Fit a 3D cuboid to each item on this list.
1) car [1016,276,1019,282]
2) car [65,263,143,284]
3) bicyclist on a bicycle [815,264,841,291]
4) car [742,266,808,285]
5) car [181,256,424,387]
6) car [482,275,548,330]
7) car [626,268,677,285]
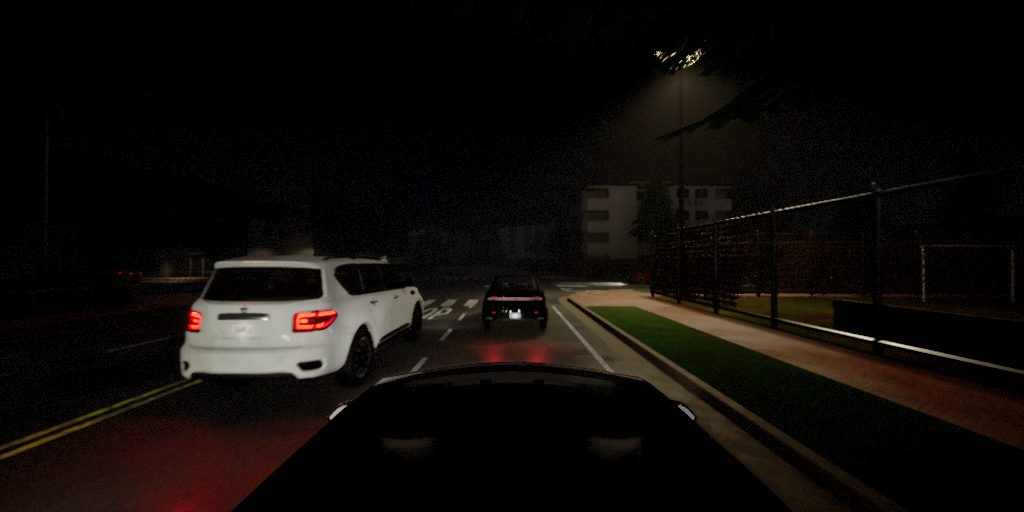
[{"bbox_3d":[40.847,1.570,27.230,5.357,1.411,2.033,0,-1,-19],"label":"car"},{"bbox_3d":[-32.630,1.416,28.701,4.553,1.767,2.097,0,-1,0],"label":"car"},{"bbox_3d":[18.266,1.258,20.752,0.582,1.620,1.656,0,-1,0],"label":"bicyclist on a bicycle"},{"bbox_3d":[21.755,1.564,29.738,4.892,1.490,1.837,0,-1,0],"label":"car"},{"bbox_3d":[-3.401,1.036,7.217,2.150,2.045,5.566,0,-1,0],"label":"car"},{"bbox_3d":[0.092,1.357,11.668,2.128,1.511,4.902,0,-1,0],"label":"car"},{"bbox_3d":[11.611,1.623,29.689,4.181,1.385,1.994,0,-1,0],"label":"car"}]
